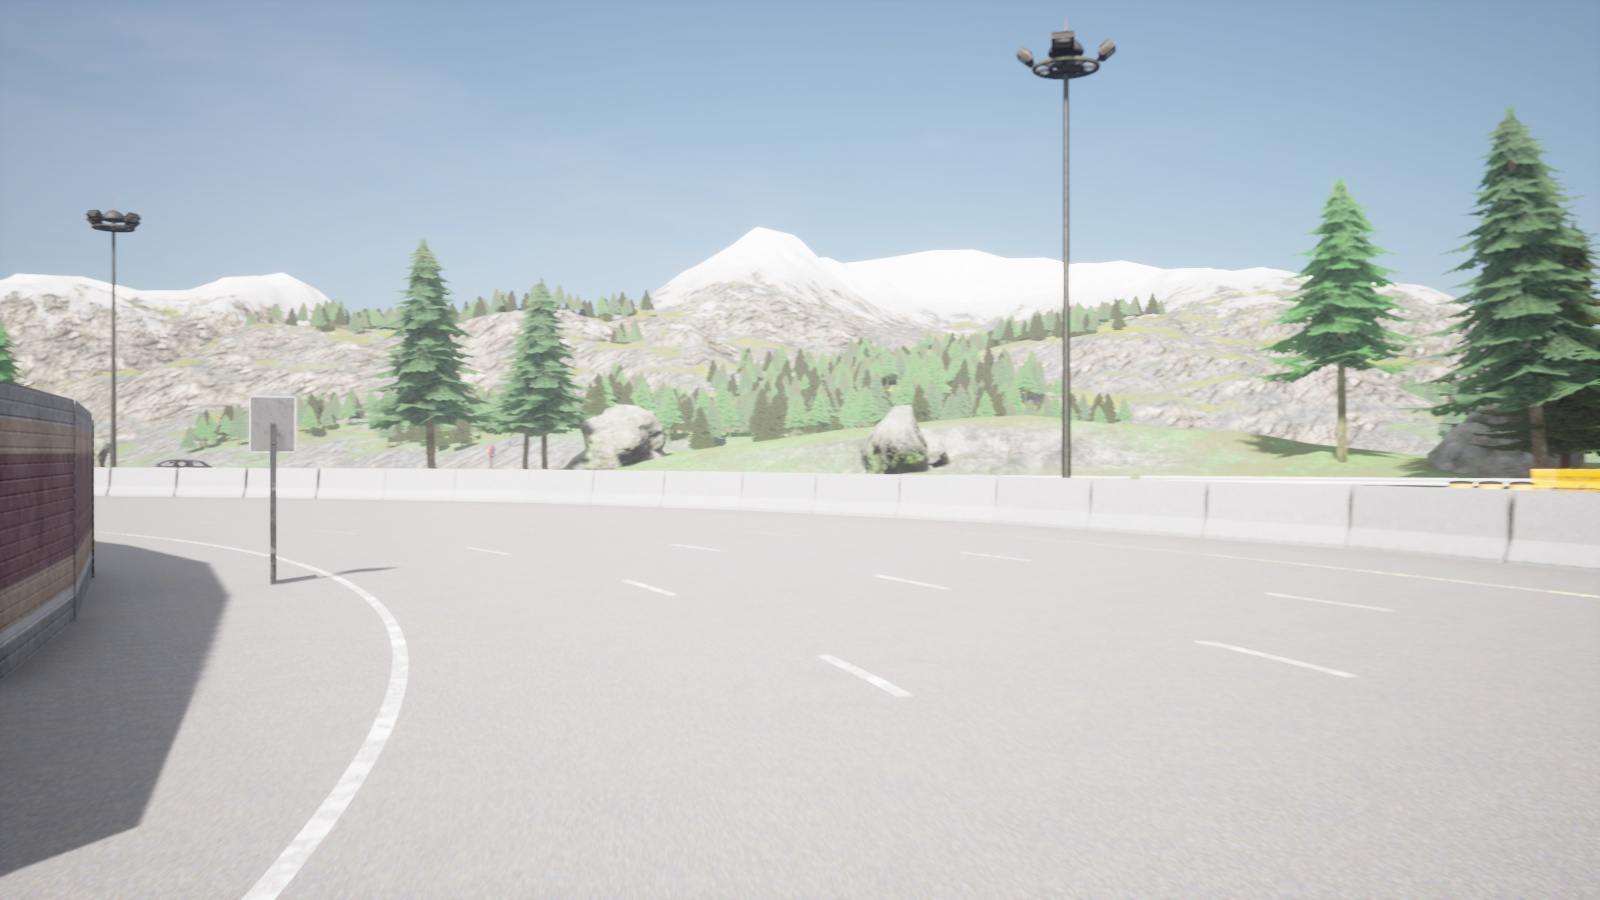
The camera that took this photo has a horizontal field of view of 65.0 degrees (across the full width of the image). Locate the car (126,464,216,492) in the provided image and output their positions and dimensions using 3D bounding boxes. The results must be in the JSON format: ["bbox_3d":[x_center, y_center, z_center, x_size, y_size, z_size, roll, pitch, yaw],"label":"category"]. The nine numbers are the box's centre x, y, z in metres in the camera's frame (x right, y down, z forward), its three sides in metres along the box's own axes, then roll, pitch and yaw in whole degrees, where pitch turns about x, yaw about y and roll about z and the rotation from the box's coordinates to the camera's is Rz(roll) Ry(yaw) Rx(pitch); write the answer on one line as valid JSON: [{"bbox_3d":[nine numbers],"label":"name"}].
[{"bbox_3d":[-33.695,1.490,67.267,4.193,1.474,1.816,-1,0,16],"label":"car"}]
